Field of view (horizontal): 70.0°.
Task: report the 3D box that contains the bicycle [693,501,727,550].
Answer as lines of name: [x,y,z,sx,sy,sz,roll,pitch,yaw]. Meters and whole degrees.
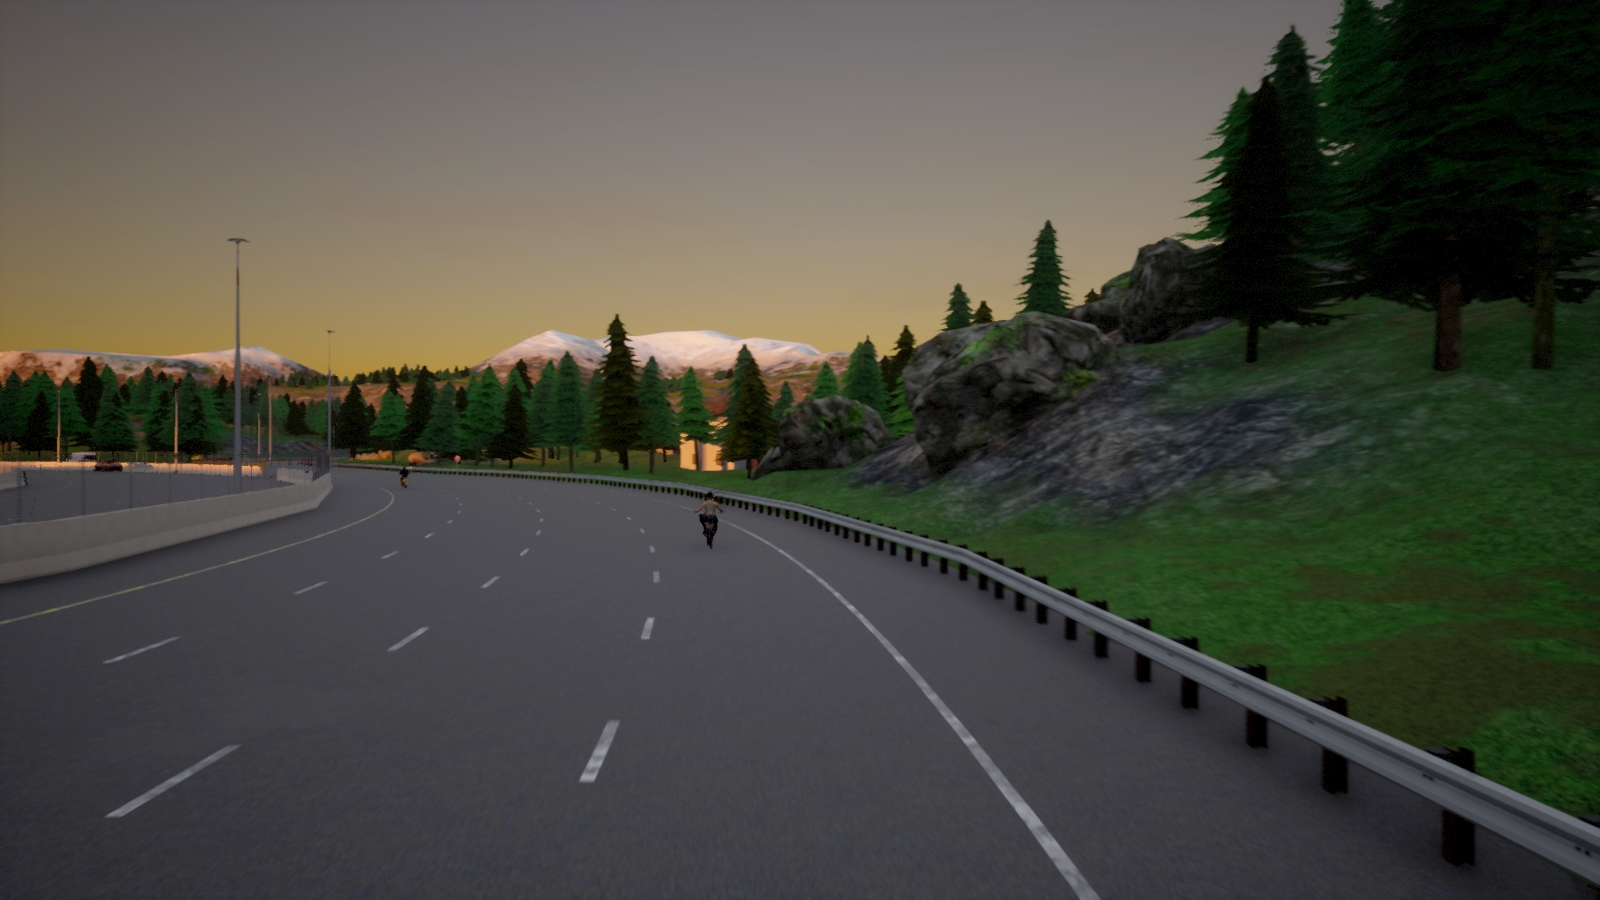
bicycle: [-2.597,2.152,32.829,0.859,1.295,1.487,0,0,-9]
